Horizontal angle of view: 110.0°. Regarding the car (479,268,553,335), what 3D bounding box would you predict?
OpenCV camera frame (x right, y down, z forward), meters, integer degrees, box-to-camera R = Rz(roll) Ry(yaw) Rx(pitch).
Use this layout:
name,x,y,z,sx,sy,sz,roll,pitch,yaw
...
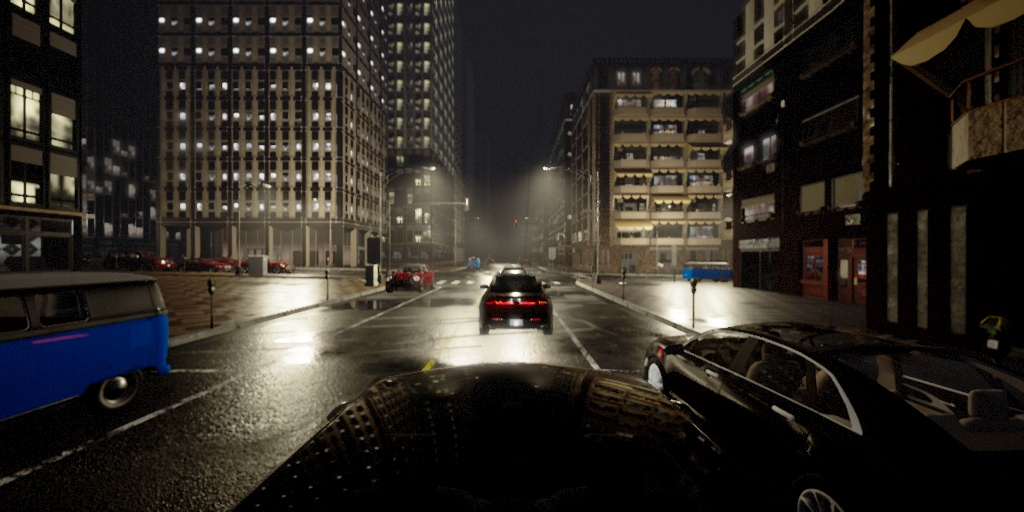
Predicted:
name,x,y,z,sx,sy,sz,roll,pitch,yaw
car,0.105,1.247,10.463,1.837,1.490,4.892,0,0,0

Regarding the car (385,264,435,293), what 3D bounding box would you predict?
name,x,y,z,sx,sy,sz,roll,pitch,yaw
car,-5.682,1.175,20.329,1.967,1.591,4.097,0,0,0

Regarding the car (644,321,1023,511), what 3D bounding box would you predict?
name,x,y,z,sx,sy,sz,roll,pitch,yaw
car,2.692,1.299,3.379,2.007,1.370,4.403,0,0,0

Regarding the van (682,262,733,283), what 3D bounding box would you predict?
name,x,y,z,sx,sy,sz,roll,pitch,yaw
van,16.925,1.430,31.036,3.998,1.789,1.690,0,0,0

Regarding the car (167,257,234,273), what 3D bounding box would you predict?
name,x,y,z,sx,sy,sz,roll,pitch,yaw
car,-26.708,0.830,31.092,4.207,1.307,1.802,0,0,0

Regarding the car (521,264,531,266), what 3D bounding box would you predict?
name,x,y,z,sx,sy,sz,roll,pitch,yaw
car,0.107,1.300,19.256,1.994,1.385,4.181,0,0,0

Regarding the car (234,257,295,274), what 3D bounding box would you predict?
name,x,y,z,sx,sy,sz,roll,pitch,yaw
car,-21.134,0.795,31.102,4.097,1.591,1.967,0,0,0

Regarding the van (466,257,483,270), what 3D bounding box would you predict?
name,x,y,z,sx,sy,sz,roll,pitch,yaw
van,-5.668,1.059,52.803,1.690,1.789,3.998,0,0,0

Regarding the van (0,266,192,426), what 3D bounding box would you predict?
name,x,y,z,sx,sy,sz,roll,pitch,yaw
van,-5.689,1.089,3.383,1.690,1.789,3.998,0,0,0

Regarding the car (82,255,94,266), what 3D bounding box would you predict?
name,x,y,z,sx,sy,sz,roll,pitch,yaw
car,-43.683,0.432,39.442,4.829,1.417,1.751,0,0,0

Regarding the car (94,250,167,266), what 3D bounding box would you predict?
name,x,y,z,sx,sy,sz,roll,pitch,yaw
car,-32.283,0.456,31.081,5.009,1.841,2.192,0,0,0

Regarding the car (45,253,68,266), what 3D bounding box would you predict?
name,x,y,z,sx,sy,sz,roll,pitch,yaw
car,-49.089,0.365,39.431,4.313,1.339,1.948,0,0,0
